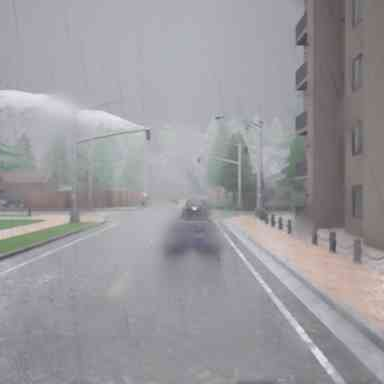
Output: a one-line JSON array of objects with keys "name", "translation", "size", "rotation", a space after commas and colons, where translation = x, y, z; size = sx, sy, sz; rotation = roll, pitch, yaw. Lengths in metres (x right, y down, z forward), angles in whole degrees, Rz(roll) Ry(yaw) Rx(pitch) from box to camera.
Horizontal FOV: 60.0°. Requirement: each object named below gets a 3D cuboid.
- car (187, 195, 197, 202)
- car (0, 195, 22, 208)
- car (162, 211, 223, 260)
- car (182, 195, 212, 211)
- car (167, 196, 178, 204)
[{"name": "car", "translation": [-0.028, 1.372, 75.190], "size": [2.033, 1.411, 5.357], "rotation": [0, 0, 0]}, {"name": "car", "translation": [-25.037, 1.143, 45.020], "size": [1.932, 1.855, 4.605], "rotation": [0, 0, -1]}, {"name": "car", "translation": [0.030, 1.596, 12.416], "size": [1.895, 1.301, 4.718], "rotation": [0, 0, 1]}, {"name": "car", "translation": [0.486, 1.341, 27.902], "size": [2.097, 1.767, 4.553], "rotation": [0, 0, 7]}, {"name": "car", "translation": [-3.549, 1.525, 61.228], "size": [2.033, 1.411, 5.357], "rotation": [0, 0, 1]}]
